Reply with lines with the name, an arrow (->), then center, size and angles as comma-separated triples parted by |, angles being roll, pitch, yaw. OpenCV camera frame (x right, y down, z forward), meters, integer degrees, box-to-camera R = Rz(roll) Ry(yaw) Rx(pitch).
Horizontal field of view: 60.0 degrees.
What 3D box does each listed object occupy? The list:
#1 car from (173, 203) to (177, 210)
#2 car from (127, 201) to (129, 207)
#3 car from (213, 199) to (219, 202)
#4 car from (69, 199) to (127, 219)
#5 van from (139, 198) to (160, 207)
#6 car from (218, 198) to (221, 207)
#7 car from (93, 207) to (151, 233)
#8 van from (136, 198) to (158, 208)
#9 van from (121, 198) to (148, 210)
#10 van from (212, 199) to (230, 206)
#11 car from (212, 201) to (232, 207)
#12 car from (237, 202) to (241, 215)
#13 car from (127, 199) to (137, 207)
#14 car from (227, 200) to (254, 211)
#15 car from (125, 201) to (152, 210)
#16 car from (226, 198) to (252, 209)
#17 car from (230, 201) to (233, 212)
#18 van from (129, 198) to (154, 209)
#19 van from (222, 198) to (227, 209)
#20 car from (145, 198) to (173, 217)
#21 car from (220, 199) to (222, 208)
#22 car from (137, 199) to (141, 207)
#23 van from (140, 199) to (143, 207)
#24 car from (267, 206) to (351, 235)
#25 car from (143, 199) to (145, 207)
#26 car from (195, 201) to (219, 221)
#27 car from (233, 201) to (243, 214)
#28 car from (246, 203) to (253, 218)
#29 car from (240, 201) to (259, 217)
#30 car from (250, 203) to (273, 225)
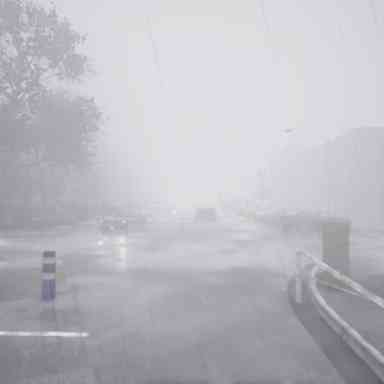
car -> -3.627, 2.511, 58.849 | 1.895, 1.301, 4.718 | 0, -1, 1
car -> -10.173, 2.059, 38.294 | 4.792, 1.488, 2.163 | 0, -1, -20
car -> 7.914, 2.346, 67.542 | 5.566, 2.045, 2.435 | 1, -1, -20
car -> -10.146, 1.730, 35.381 | 5.566, 2.045, 2.435 | 0, -1, -20
van -> -9.756, 2.495, 76.624 | 4.442, 1.987, 1.878 | 0, -2, -20
car -> 7.813, 2.357, 61.654 | 4.553, 1.767, 2.185 | 1, -1, -20
car -> -4.450, 1.900, 22.084 | 1.895, 1.301, 4.718 | 0, -1, 9
van -> -9.995, 2.435, 73.593 | 4.442, 1.987, 1.878 | 0, -1, -20
van -> -10.105, 2.150, 58.877 | 4.442, 1.987, 1.878 | 0, -1, -20
van -> 7.946, 2.855, 90.944 | 4.442, 1.987, 1.878 | 1, -1, -20
car -> 8.060, 3.051, 88.061 | 4.792, 1.488, 2.163 | 1, -2, -20
car -> 7.647, 2.079, 35.259 | 4.674, 1.452, 2.002 | 1, -1, -20
car -> -10.077, 1.998, 44.208 | 4.553, 1.767, 2.185 | 0, -1, -20
car -> 7.716, 2.181, 44.061 | 4.892, 1.521, 2.231 | 1, -1, -20
car -> -9.968, 2.469, 61.854 | 4.674, 1.452, 2.002 | 0, -1, -20
car -> 7.765, 2.103, 47.002 | 4.553, 1.767, 2.185 | 1, -1, -20
car -> 7.660, 2.162, 41.114 | 4.792, 1.488, 2.163 | 1, -1, -20
van -> -9.845, 2.259, 64.850 | 4.442, 1.987, 1.878 | 0, -1, -20
van -> 7.671, 2.098, 52.820 | 4.442, 1.987, 1.878 | 1, -1, -20
car -> -3.834, 1.802, 39.398 | 2.150, 2.045, 5.566 | 0, -1, 0
car -> 7.791, 2.378, 55.793 | 5.008, 1.535, 2.097 | 1, -1, -20
car -> -10.109, 2.202, 47.128 | 4.792, 1.488, 2.163 | 0, -1, -20
van -> -10.168, 1.996, 50.042 | 4.442, 1.987, 1.878 | 0, -1, -20
car -> 7.533, 1.804, 20.597 | 4.892, 1.521, 2.231 | 1, -1, -20
car -> -10.030, 2.272, 53.027 | 4.892, 1.521, 2.231 | 0, -1, -20
car -> 1.289, 1.960, 32.197 | 1.882, 1.535, 5.008 | 0, -1, 1
car -> 7.677, 2.087, 38.189 | 4.892, 1.521, 2.231 | 1, -1, -20
car -> 7.603, 1.984, 29.391 | 4.674, 1.452, 2.002 | 1, -1, -20
car -> 7.795, 1.992, 32.393 | 5.366, 1.575, 1.946 | 1, -1, -20
car -> 7.587, 1.898, 26.458 | 4.892, 1.521, 2.231 | 1, -1, -20
